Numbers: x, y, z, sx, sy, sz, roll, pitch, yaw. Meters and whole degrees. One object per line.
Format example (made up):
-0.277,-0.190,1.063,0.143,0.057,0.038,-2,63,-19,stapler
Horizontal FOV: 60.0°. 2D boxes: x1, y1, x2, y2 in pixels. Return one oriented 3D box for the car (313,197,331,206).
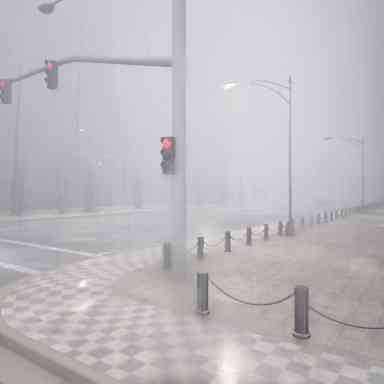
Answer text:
21.400,1.509,54.572,1.994,1.385,4.181,0,0,35,car
